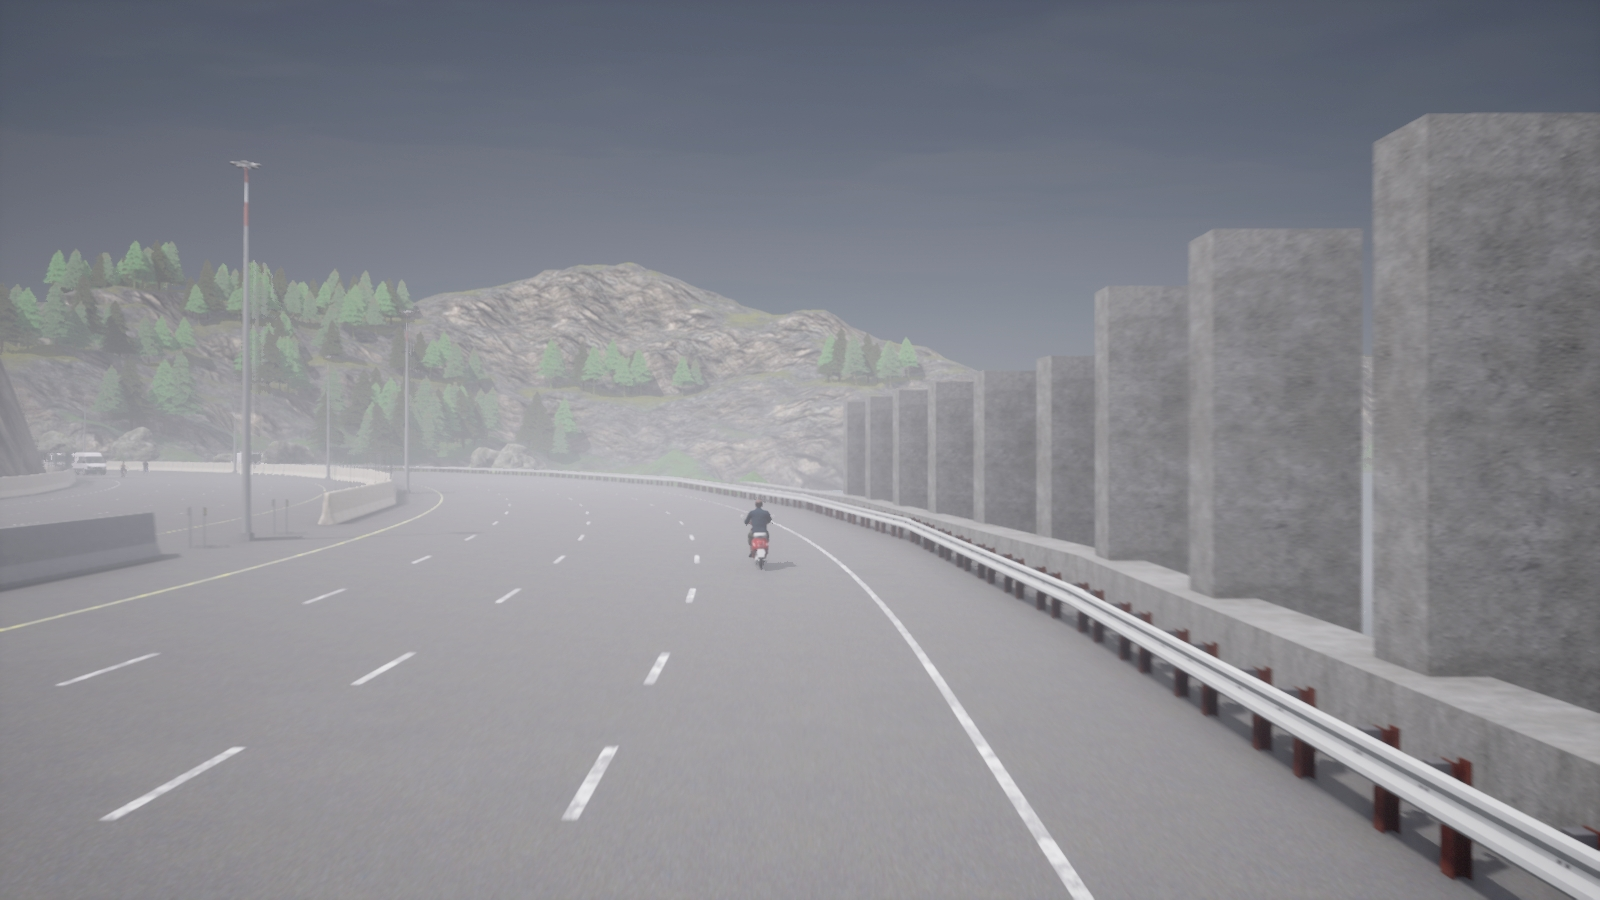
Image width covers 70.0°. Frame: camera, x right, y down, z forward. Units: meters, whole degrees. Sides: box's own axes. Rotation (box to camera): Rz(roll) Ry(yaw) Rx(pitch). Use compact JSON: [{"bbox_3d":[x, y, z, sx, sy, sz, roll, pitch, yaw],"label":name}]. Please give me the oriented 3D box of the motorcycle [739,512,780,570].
[{"bbox_3d":[-0.988,2.175,27.533,0.856,1.236,1.805,-1,0,-5],"label":"motorcycle"}]
